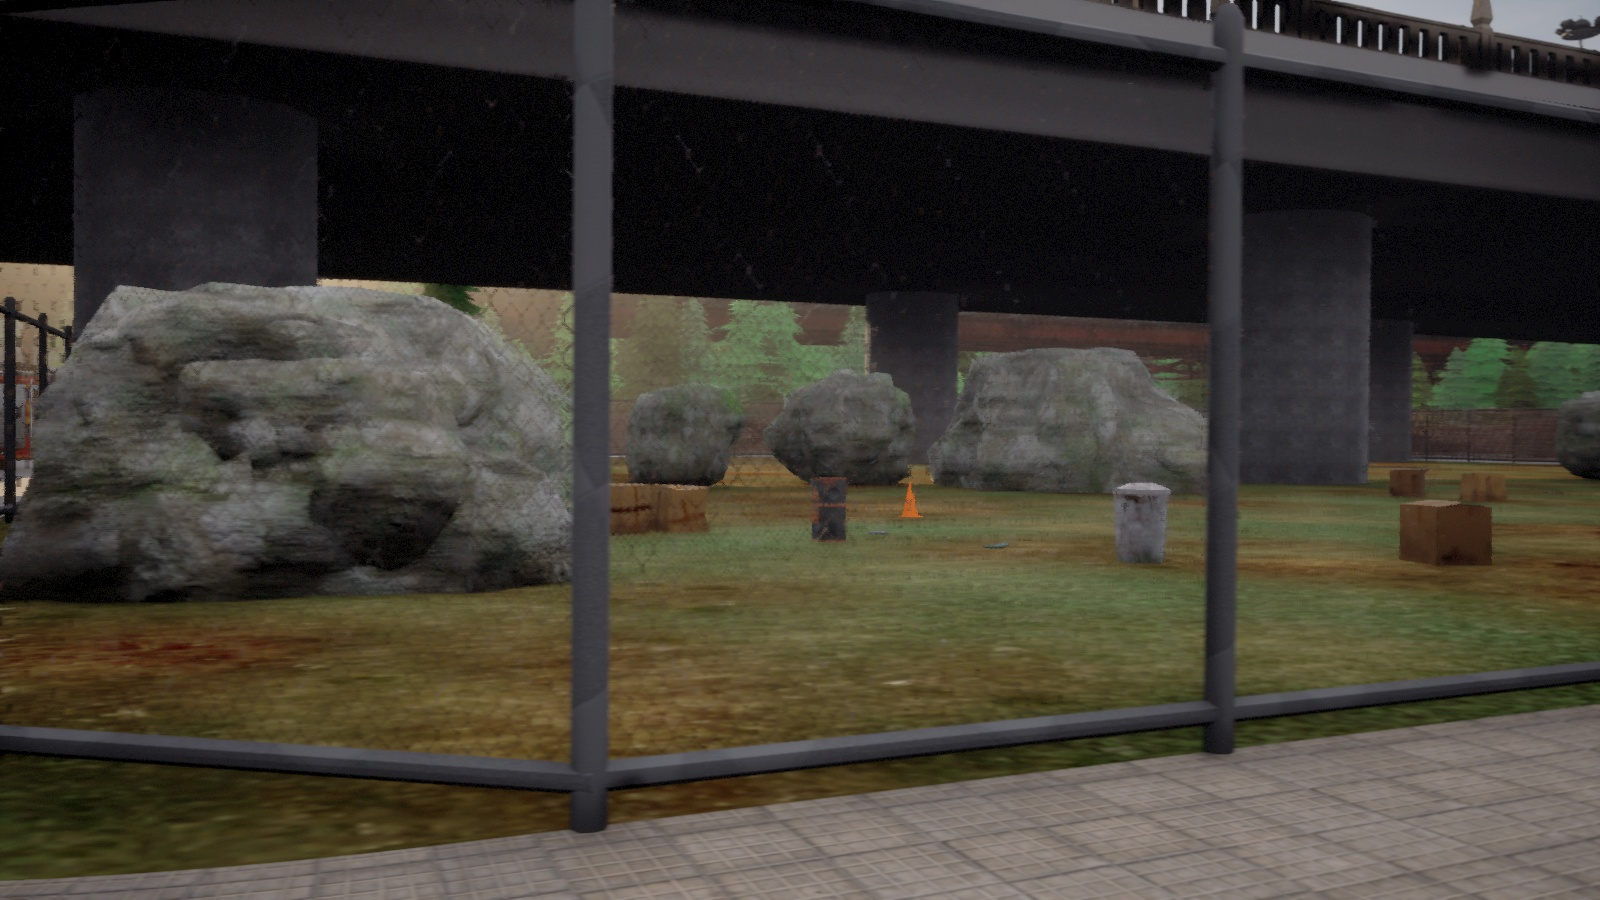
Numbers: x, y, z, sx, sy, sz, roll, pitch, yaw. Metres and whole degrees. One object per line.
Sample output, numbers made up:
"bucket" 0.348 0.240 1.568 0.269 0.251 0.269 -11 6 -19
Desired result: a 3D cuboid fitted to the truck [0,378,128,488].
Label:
"truck" -28.700 -0.644 48.131 2.891 3.827 8.468 -1 1 -12
